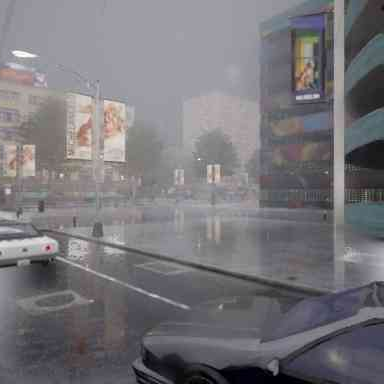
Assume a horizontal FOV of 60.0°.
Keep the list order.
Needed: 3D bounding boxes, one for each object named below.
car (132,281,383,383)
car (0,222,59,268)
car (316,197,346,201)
[{"bbox_3d":[1.986,1.548,2.695,5.357,1.411,2.033,0,0,35],"label":"car"},{"bbox_3d":[-6.030,1.601,10.547,1.895,1.301,4.718,0,0,-43],"label":"car"},{"bbox_3d":[17.422,1.320,42.551,4.674,1.452,2.002,0,0,-42],"label":"car"}]
